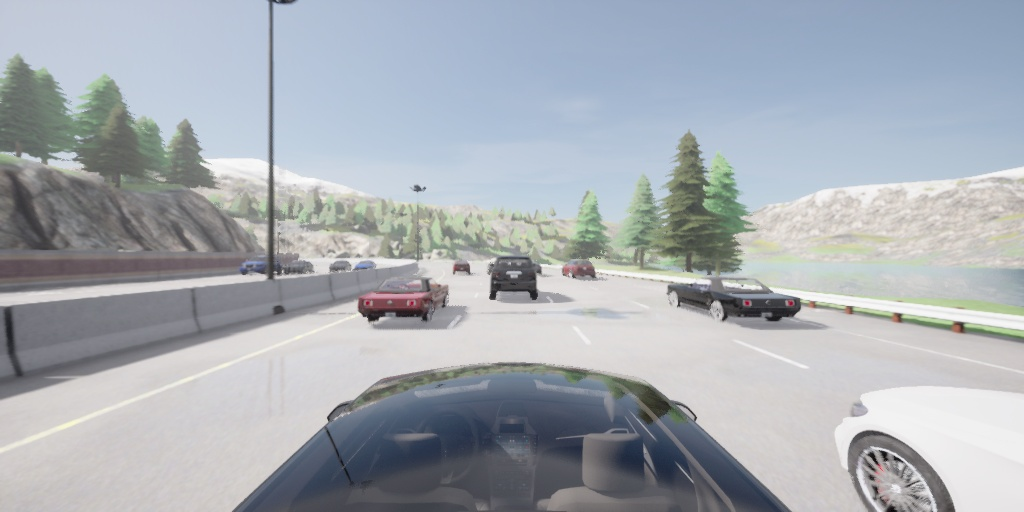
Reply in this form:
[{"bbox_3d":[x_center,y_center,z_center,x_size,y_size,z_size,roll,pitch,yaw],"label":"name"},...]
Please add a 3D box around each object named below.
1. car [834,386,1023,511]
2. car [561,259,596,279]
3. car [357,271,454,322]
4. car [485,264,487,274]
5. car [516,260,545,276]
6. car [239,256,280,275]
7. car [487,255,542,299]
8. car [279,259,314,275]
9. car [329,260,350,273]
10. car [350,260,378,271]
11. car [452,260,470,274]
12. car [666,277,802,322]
[{"bbox_3d":[3.597,1.275,0.995,1.812,1.442,4.674,0,0,0],"label":"car"},{"bbox_3d":[5.937,1.096,32.568,2.097,1.767,4.553,0,0,-6],"label":"car"},{"bbox_3d":[-3.400,1.350,12.237,1.895,1.301,4.718,0,0,0],"label":"car"},{"bbox_3d":[-1.727,1.237,37.686,2.128,1.511,4.902,0,0,-9],"label":"car"},{"bbox_3d":[1.830,1.237,37.670,2.128,1.511,4.902,0,0,-8],"label":"car"},{"bbox_3d":[-27.039,0.969,38.887,2.150,2.045,5.566,0,0,-11],"label":"car"},{"bbox_3d":[0.030,0.971,18.237,2.150,2.045,5.566,0,0,-1],"label":"car"},{"bbox_3d":[-23.739,1.251,40.140,1.837,1.490,4.892,0,0,-11],"label":"car"},{"bbox_3d":[-20.977,1.253,44.068,1.837,1.490,4.892,0,0,-12],"label":"car"},{"bbox_3d":[-16.902,1.224,41.651,1.882,1.535,5.008,0,0,-11],"label":"car"},{"bbox_3d":[-5.897,1.223,41.303,1.882,1.535,5.008,0,0,-11],"label":"car"},{"bbox_3d":[7.100,1.349,12.230,1.895,1.301,4.718,0,0,0],"label":"car"}]
